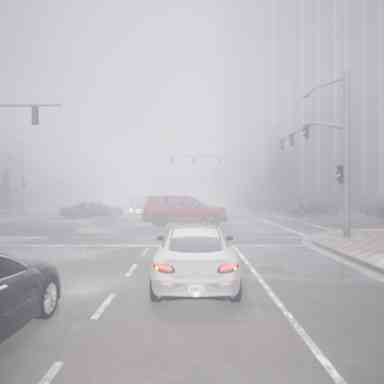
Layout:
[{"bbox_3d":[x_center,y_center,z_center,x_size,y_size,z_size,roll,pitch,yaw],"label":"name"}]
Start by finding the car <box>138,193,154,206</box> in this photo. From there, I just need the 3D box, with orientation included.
[{"bbox_3d":[-7.949,1.258,57.775,2.150,2.045,5.566,0,0,-1],"label":"car"}]

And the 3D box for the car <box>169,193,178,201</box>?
[{"bbox_3d":[-4.756,1.279,85.396,2.150,2.045,5.566,0,0,-1],"label":"car"}]

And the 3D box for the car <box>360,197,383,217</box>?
[{"bbox_3d":[17.708,1.240,28.962,5.566,2.045,2.150,0,0,0],"label":"car"}]

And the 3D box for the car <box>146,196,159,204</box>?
[{"bbox_3d":[-8.018,1.607,67.894,1.994,1.385,4.181,0,0,0],"label":"car"}]

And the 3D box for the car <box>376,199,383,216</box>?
[{"bbox_3d":[20.994,1.498,32.484,5.008,1.535,1.882,0,0,0],"label":"car"}]

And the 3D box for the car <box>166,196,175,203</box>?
[{"bbox_3d":[-4.545,1.570,71.440,1.812,1.442,4.674,0,0,-1],"label":"car"}]

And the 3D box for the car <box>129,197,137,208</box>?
[{"bbox_3d":[-7.825,1.522,47.883,2.128,1.511,4.902,0,0,-1],"label":"car"}]

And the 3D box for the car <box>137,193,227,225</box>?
[{"bbox_3d":[-0.484,1.235,21.625,5.566,2.045,2.150,0,0,0],"label":"car"}]

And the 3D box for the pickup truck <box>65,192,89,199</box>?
[{"bbox_3d":[-24.665,1.103,70.173,2.390,2.098,6.274,0,0,30],"label":"pickup truck"}]

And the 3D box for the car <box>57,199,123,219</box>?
[{"bbox_3d":[-8.774,1.565,28.874,5.357,1.411,2.033,0,0,-38],"label":"car"}]

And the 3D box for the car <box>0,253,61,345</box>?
[{"bbox_3d":[-3.436,1.508,4.472,1.837,1.490,4.892,0,0,0],"label":"car"}]

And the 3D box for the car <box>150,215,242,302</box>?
[{"bbox_3d":[0.077,1.531,8.122,1.812,1.442,4.674,0,0,0],"label":"car"}]

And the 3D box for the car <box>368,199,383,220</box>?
[{"bbox_3d":[16.527,1.521,25.254,4.892,1.490,1.837,0,0,0],"label":"car"}]

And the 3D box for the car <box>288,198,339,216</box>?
[{"bbox_3d":[11.769,1.373,32.417,4.553,1.767,2.097,0,0,0],"label":"car"}]
